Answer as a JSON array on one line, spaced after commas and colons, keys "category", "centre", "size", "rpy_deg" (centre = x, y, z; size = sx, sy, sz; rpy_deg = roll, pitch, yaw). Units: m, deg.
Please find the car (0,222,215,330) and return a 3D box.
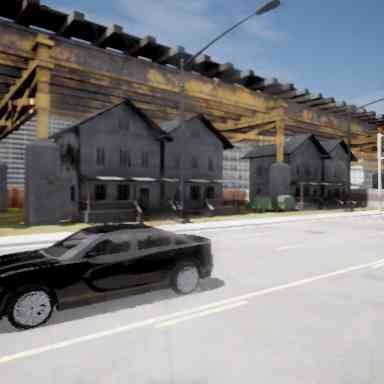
[{"category": "car", "centre": [-1.801, 1.443, 7.023], "size": [5.008, 1.535, 1.882], "rpy_deg": [0, 0, -36]}]
